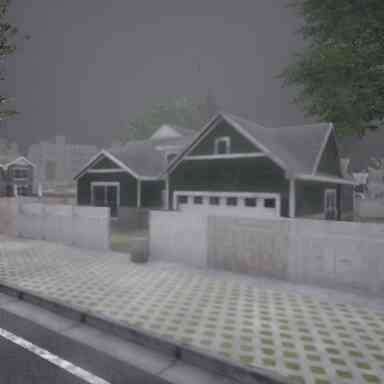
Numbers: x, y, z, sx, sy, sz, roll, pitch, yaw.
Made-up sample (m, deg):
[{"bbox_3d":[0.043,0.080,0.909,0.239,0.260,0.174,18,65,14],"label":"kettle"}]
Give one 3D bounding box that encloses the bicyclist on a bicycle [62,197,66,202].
[{"bbox_3d":[-12.504,1.298,32.529,1.656,1.620,0.582,1,0,34],"label":"bicyclist on a bicycle"}]
